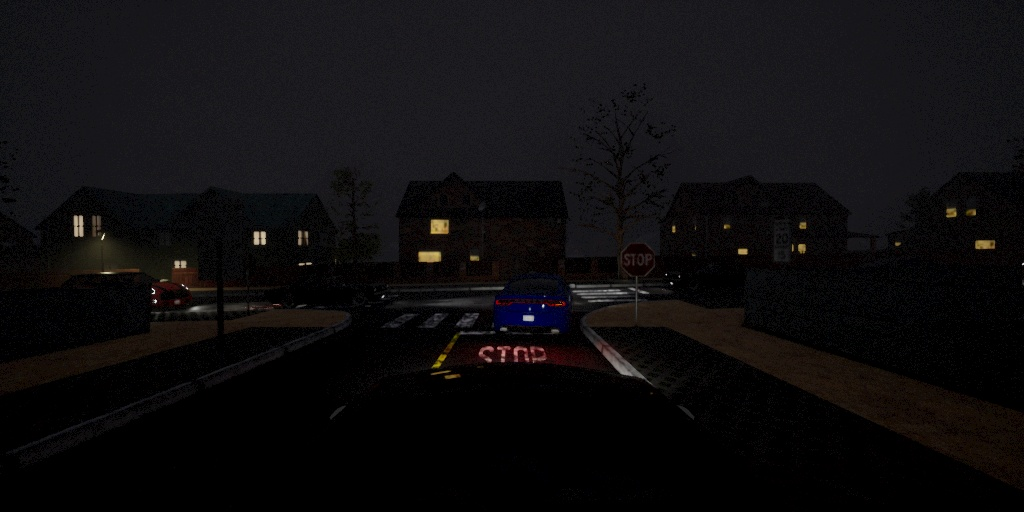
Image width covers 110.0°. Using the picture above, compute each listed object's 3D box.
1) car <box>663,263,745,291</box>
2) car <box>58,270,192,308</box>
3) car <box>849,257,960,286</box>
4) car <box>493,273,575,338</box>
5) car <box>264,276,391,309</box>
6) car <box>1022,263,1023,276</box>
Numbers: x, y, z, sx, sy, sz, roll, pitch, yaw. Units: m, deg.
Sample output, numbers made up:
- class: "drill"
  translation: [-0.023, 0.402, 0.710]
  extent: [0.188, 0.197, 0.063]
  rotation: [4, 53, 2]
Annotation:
- class: "car"
  translation: [10.412, 1.034, 18.505]
  extent: [4.718, 1.301, 1.895]
  rotation: [-1, 1, -1]
- class: "car"
  translation: [-16.798, 1.471, 15.572]
  extent: [4.553, 1.767, 2.097]
  rotation: [-1, 1, 0]
- class: "car"
  translation: [20.057, 0.753, 18.541]
  extent: [5.357, 1.411, 2.033]
  rotation: [-1, 1, 0]
- class: "car"
  translation: [0.787, 1.226, 10.371]
  extent: [1.882, 1.535, 5.008]
  rotation: [0, 0, 10]
- class: "car"
  translation: [-7.810, 1.506, 15.579]
  extent: [4.718, 1.301, 1.895]
  rotation: [-1, 1, 0]
- class: "car"
  translation: [29.567, 0.334, 18.533]
  extent: [4.553, 1.767, 2.097]
  rotation: [-1, 1, 0]
